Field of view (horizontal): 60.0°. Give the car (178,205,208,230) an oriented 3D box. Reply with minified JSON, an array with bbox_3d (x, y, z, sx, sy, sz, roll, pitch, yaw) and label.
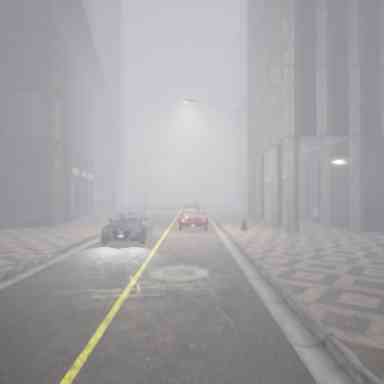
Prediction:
[{"bbox_3d":[0.071,1.783,22.517,1.895,1.301,4.718,0,0,0],"label":"car"}]

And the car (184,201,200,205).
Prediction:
[{"bbox_3d":[0.048,1.838,41.822,2.128,1.511,4.902,0,-1,0],"label":"car"}]

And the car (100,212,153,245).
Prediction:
[{"bbox_3d":[-3.020,1.692,16.122,1.994,1.385,4.181,0,0,0],"label":"car"}]
